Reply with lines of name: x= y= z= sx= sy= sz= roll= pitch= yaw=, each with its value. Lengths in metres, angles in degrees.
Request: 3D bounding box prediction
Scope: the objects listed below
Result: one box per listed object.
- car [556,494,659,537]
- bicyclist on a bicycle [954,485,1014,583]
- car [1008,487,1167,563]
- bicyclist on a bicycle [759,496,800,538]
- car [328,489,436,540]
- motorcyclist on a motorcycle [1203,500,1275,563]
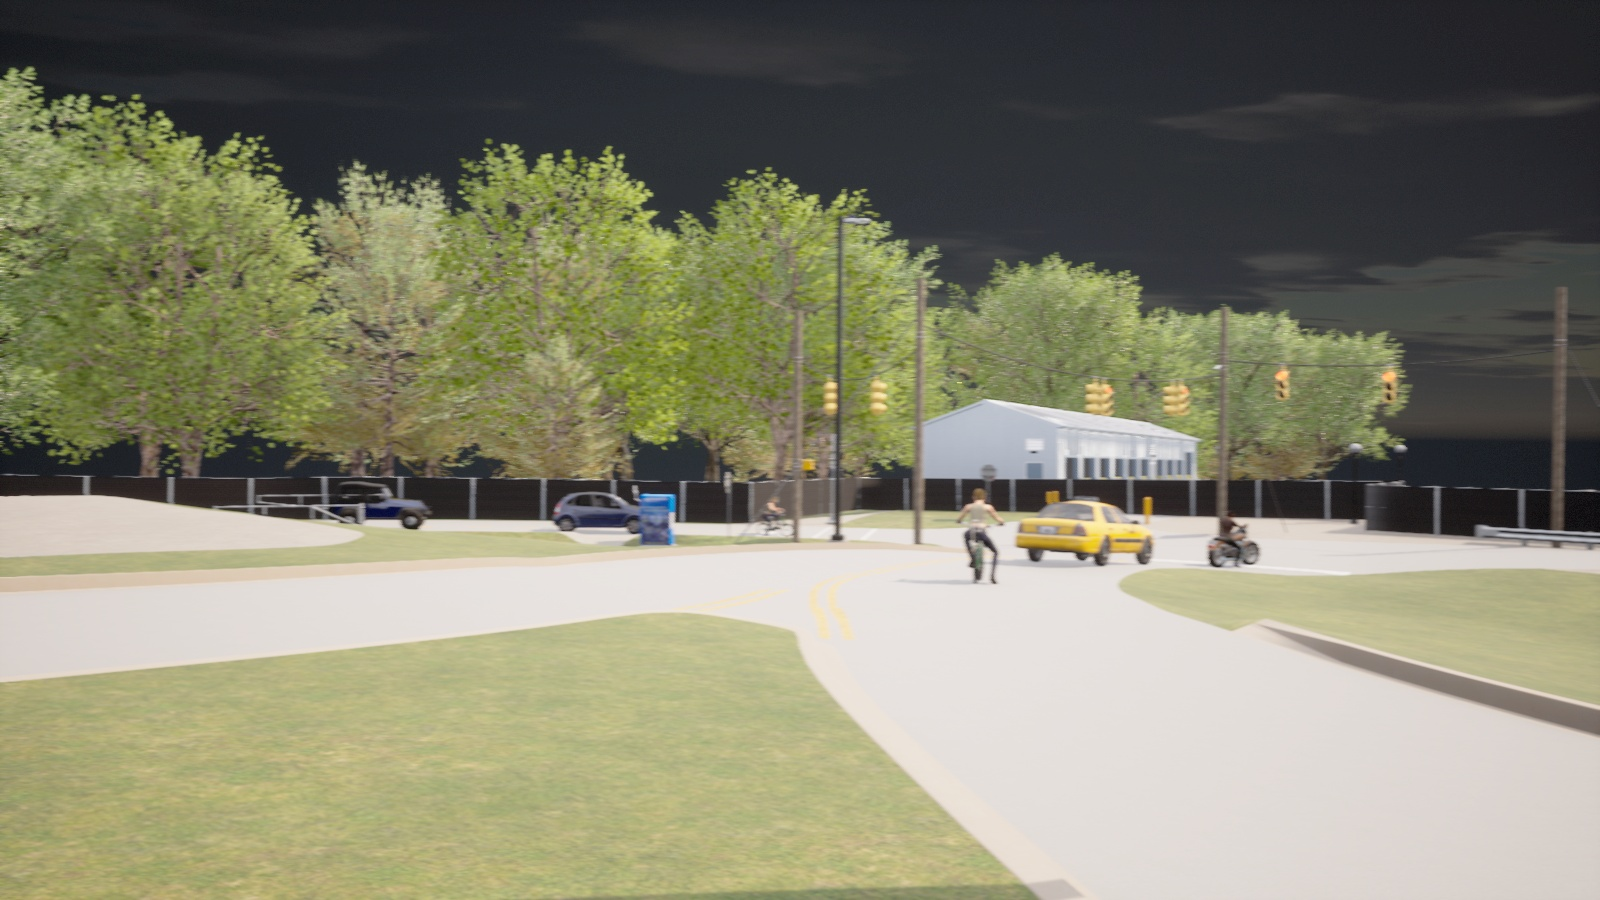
car: x=-7.727 y=2.630 z=50.692 sx=3.988 sy=1.617 sz=1.851 roll=0 pitch=1 yaw=-3
bicyclist on a bicycle: x=3.159 y=1.416 z=21.459 sx=0.866 sy=1.612 sz=1.509 roll=0 pitch=-2 yaw=13
car: x=6.819 y=1.737 z=29.316 sx=1.801 sy=1.575 sz=5.366 roll=0 pitch=-3 yaw=34
bicyclist on a bicycle: x=-0.811 y=2.686 z=50.308 sx=1.509 sy=1.612 sz=0.866 roll=1 pitch=1 yaw=11
car: x=-16.481 y=2.523 z=49.687 sx=3.866 sy=1.878 sz=1.905 roll=0 pitch=1 yaw=-12
motorcyclist on a motorcycle: x=12.312 y=2.263 z=35.194 sx=2.350 sy=1.649 sz=0.766 roll=0 pitch=0 yaw=-39
